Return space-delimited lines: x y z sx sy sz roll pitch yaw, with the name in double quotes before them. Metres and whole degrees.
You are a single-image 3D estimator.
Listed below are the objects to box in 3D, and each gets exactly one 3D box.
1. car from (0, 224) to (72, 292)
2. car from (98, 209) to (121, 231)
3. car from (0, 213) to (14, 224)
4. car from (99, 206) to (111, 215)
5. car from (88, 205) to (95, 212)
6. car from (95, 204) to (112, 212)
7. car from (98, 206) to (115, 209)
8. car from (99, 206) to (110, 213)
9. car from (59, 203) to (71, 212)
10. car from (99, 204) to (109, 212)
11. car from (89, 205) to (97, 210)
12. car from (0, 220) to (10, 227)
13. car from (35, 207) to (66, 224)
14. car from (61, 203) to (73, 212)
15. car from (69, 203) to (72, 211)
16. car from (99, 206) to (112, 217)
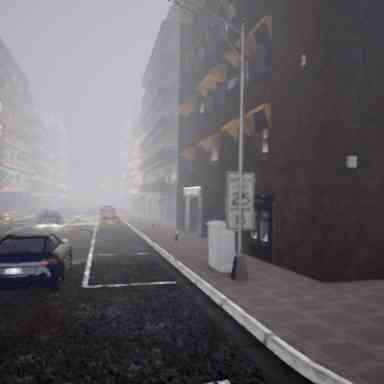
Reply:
"car" -4.606 1.838 9.533 1.994 1.385 4.181 1 -2 -15
"car" -6.834 2.382 27.609 1.752 1.417 4.829 0 -2 -15
"car" -14.779 2.196 25.030 1.752 1.417 4.829 0 -2 -15
"car" -15.540 3.263 59.403 1.967 1.590 4.097 0 -2 -15
"car" -23.176 3.859 77.090 2.033 1.411 5.357 1 -2 -15
"car" -11.145 2.653 43.435 2.192 1.841 5.009 0 -2 -15
"car" -9.720 2.706 38.270 1.752 1.417 4.829 0 -2 -15
"car" -18.466 3.697 70.048 2.008 1.369 4.403 0 -2 -15
"car" -26.533 3.521 67.787 2.008 1.369 4.403 0 -2 -15
"car" -21.394 3.785 80.703 2.192 1.841 5.009 0 -2 -15
"car" -25.944 4.101 87.162 1.895 1.301 4.718 1 -2 -15
"car" -8.621 1.923 12.444 1.895 1.301 4.718 1 -2 -15
"car" -14.614 2.552 34.358 1.994 1.385 4.181 1 -2 -15
"car" -29.461 3.609 78.441 2.192 1.841 5.009 0 -2 -15
"car" -27.997 3.683 73.110 2.008 1.369 4.403 0 -2 -15
"car" -14.076 3.101 54.078 1.967 1.590 4.097 0 -2 -15
